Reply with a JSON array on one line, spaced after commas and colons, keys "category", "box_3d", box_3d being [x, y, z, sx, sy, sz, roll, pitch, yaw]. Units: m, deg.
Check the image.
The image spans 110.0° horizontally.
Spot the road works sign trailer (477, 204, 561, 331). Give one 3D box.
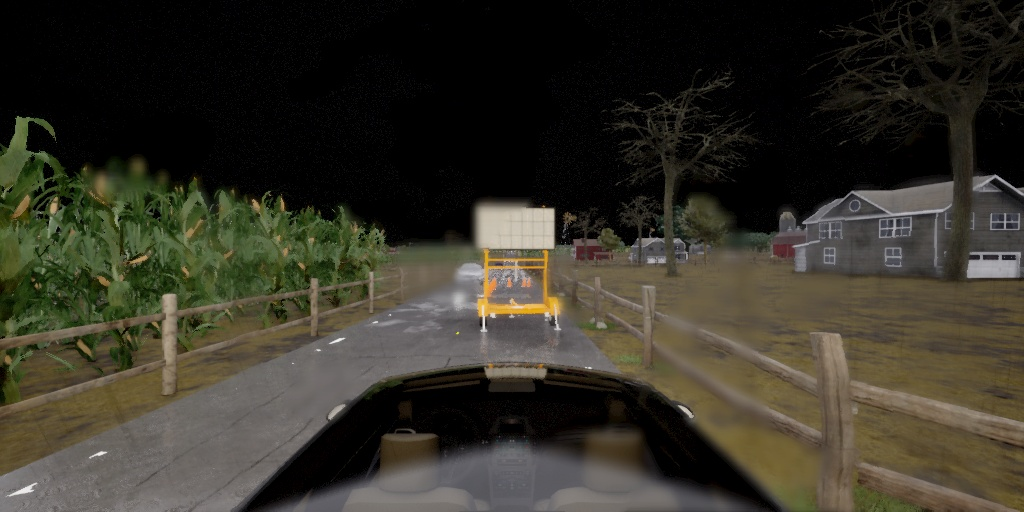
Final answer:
[{"category": "road works sign trailer", "box_3d": [0.122, 0.227, 11.047, 2.380, 3.560, 2.880, 0, 0, -5]}]

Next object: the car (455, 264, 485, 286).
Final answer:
[{"category": "car", "box_3d": [-2.834, 1.326, 25.723, 1.812, 1.442, 4.674, 0, 0, 0]}]
